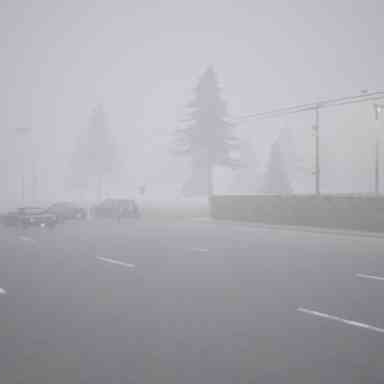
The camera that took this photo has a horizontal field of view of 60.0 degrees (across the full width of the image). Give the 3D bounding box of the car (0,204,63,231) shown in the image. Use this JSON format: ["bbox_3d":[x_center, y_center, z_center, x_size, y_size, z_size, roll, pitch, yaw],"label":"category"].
[{"bbox_3d":[-10.066,1.563,20.388,4.718,1.301,1.895,0,0,44],"label":"car"}]

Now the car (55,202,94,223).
[{"bbox_3d":[-9.529,1.475,24.688,4.674,1.442,1.812,0,0,43],"label":"car"}]

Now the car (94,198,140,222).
[{"bbox_3d":[-6.123,1.291,26.298,4.553,1.767,2.097,0,0,44],"label":"car"}]
